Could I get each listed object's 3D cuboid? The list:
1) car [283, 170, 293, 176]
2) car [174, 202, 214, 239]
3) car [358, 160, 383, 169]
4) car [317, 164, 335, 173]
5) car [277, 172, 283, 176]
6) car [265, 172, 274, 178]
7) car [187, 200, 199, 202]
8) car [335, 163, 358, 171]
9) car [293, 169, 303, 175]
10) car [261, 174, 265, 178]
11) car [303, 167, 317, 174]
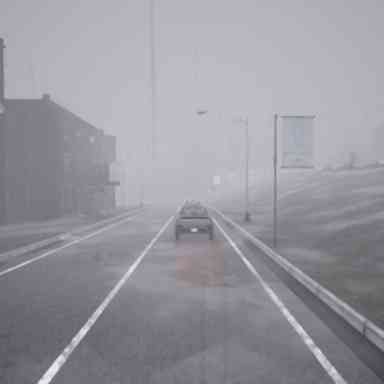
[{"bbox_3d":[21.872,-3.968,70.839,2.231,1.521,4.892,0,1,-1],"label":"car"},{"bbox_3d":[0.103,1.487,17.265,2.128,1.511,4.902,0,0,0],"label":"car"},{"bbox_3d":[24.244,-3.424,43.090,2.002,1.452,4.674,0,1,-7],"label":"car"},{"bbox_3d":[22.923,-3.794,54.255,2.185,1.767,4.553,0,1,-5],"label":"car"},{"bbox_3d":[21.744,-4.046,76.357,2.231,1.521,4.892,0,1,-1],"label":"car"},{"bbox_3d":[21.508,-4.303,87.294,2.185,1.767,4.553,0,1,-1],"label":"car"},{"bbox_3d":[0.106,1.594,38.483,1.895,1.301,4.718,0,0,0],"label":"car"},{"bbox_3d":[23.542,-3.535,48.564,2.163,1.488,4.792,0,1,-6],"label":"car"},{"bbox_3d":[22.104,-3.832,65.297,2.002,1.452,4.674,0,1,-2],"label":"car"},{"bbox_3d":[21.389,-4.201,92.787,2.002,1.452,4.674,0,1,-1],"label":"car"},{"bbox_3d":[22.456,-3.770,59.760,2.097,1.535,5.008,0,1,-4],"label":"car"}]
